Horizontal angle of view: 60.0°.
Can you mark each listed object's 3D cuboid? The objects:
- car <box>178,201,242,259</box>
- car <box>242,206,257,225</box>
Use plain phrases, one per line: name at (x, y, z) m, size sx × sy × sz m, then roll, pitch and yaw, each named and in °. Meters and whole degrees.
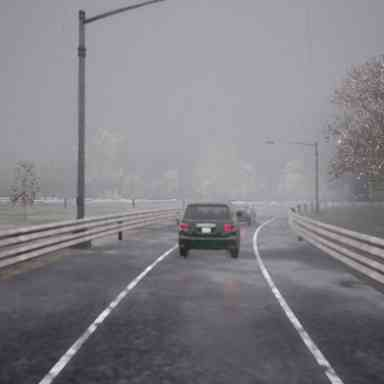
car at (0.864, 1.389, 13.645) m, size 2.150 × 2.045 × 5.566 m, roll 0°, pitch -1°, yaw 8°
car at (4.317, 1.954, 28.205) m, size 1.837 × 1.490 × 4.892 m, roll 0°, pitch -1°, yaw 18°
